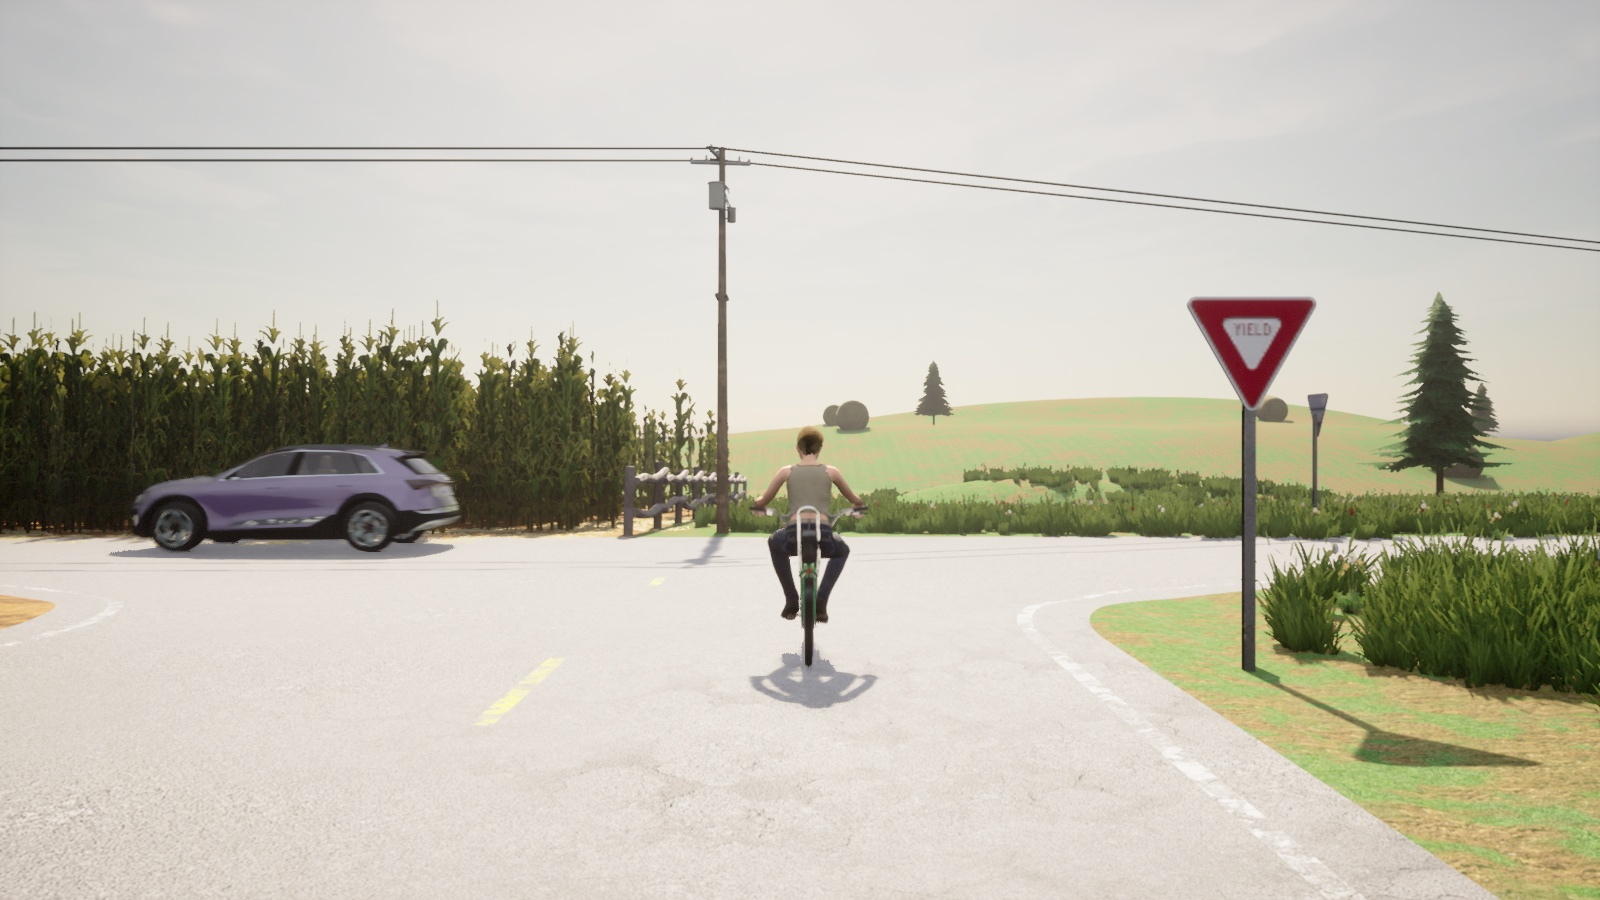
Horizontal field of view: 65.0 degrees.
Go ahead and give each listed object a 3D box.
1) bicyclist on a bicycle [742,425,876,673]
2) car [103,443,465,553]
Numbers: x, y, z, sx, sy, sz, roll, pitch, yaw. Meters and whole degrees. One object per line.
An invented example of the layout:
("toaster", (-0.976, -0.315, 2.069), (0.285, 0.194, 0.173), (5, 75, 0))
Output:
("bicyclist on a bicycle", (0.063, 0.638, 8.896), (0.866, 1.612, 1.509), (0, 0, 0))
("car", (-7.977, 0.710, 19.772), (4.856, 1.649, 2.033), (0, 0, 0))
